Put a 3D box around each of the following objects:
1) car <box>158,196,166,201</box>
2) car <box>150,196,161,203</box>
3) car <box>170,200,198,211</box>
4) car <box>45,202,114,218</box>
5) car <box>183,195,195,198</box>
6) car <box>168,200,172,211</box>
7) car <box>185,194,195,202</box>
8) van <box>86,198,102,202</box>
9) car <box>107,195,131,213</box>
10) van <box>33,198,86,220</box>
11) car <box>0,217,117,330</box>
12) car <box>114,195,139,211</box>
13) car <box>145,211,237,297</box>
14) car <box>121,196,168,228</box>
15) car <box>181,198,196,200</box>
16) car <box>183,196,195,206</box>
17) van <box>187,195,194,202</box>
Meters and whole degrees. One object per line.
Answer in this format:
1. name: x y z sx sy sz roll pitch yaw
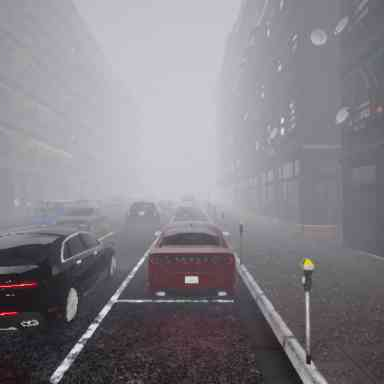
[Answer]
1. car: -8.326 1.847 92.652 1.802 1.307 4.206 1 0 0
2. car: -8.323 1.725 76.059 1.887 1.381 4.507 1 0 0
3. car: -0.438 1.572 26.224 1.887 1.381 4.507 1 0 0
4. car: -5.870 1.518 18.106 1.837 1.490 4.892 0 0 0
5. car: -0.429 1.490 37.286 1.967 1.590 4.097 1 0 0
6. car: -2.924 1.598 37.540 2.033 1.411 5.357 0 0 0
7. car: -0.473 1.521 81.536 2.192 1.841 5.009 1 0 0
8. van: -8.314 1.368 26.285 1.690 1.788 3.998 1 0 0
9. car: -8.314 1.365 37.346 2.192 1.841 5.009 1 0 0
10. van: -8.312 1.359 20.753 1.690 1.788 3.998 2 0 0
11. car: -2.923 1.508 6.986 1.837 1.490 4.892 0 0 0
12. car: -8.314 1.379 42.876 2.192 1.841 5.009 1 0 0
13. car: -0.006 1.482 8.653 1.882 1.535 5.008 0 0 0
14. car: -3.020 1.370 22.191 2.097 1.767 4.553 0 0 0
15. car: -0.438 1.582 31.754 1.887 1.381 4.507 1 0 0
16. car: -0.473 1.553 59.411 1.967 1.590 4.097 1 0 0
17. van: -0.474 1.575 87.068 1.690 1.788 3.998 1 0 0
